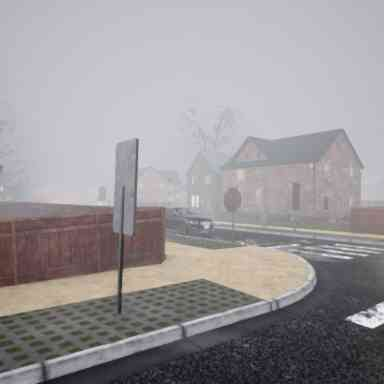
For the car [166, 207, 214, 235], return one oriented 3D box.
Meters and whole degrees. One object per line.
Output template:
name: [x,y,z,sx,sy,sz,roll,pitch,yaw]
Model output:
car: [-0.682,1.659,19.758,2.128,1.511,4.902,3,-2,-37]
